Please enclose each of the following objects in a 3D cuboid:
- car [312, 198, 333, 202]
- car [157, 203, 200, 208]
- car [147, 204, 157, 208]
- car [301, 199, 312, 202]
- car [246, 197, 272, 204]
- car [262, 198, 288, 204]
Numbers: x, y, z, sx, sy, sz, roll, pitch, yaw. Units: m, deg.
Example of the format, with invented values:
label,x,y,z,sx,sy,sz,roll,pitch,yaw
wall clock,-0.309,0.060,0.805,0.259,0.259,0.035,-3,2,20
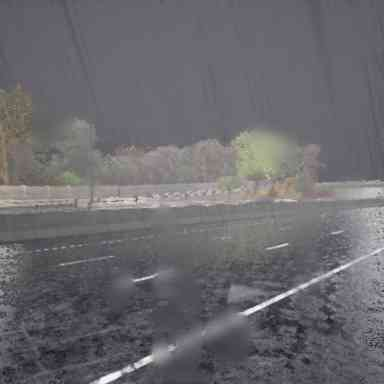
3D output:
label,x,y,z,sx,sy,sz,roll,pitch,yaw
car,23.811,1.897,59.412,2.097,1.767,4.553,-1,-1,43
car,-0.703,1.863,32.920,2.128,1.511,4.902,-1,-1,43
car,-3.678,1.945,34.857,1.812,1.442,4.674,-1,-1,43
car,21.691,2.078,62.267,1.837,1.490,4.892,-1,-1,43
car,10.341,1.735,50.016,2.150,2.045,5.566,-1,-1,43
car,12.499,1.950,47.206,2.128,1.511,4.902,-1,-1,43
